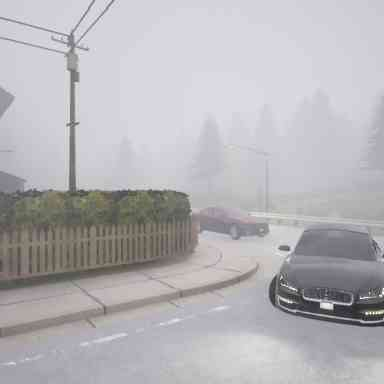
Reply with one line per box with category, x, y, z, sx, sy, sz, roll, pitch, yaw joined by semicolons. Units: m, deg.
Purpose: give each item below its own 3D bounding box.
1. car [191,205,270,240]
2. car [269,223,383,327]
car;1.861;1.478;17.434;1.882;1.535;5.008;0;0;-33
car;3.159;1.505;7.298;1.837;1.490;4.892;0;0;27
